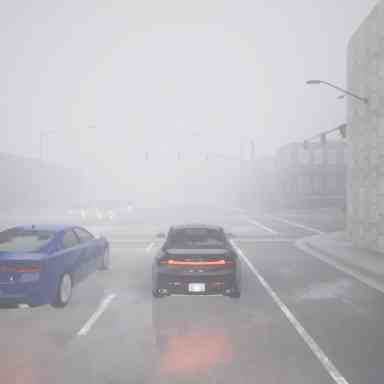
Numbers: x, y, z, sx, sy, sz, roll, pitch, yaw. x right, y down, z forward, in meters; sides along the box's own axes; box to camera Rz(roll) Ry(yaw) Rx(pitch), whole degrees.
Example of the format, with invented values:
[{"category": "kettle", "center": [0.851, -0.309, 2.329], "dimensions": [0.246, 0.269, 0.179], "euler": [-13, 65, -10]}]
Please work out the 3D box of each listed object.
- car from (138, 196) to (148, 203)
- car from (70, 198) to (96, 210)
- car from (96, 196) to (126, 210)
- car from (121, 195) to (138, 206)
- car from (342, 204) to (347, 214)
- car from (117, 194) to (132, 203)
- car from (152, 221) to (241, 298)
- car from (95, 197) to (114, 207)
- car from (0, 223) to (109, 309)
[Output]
[{"category": "car", "center": [-10.300, 1.524, 68.657], "dimensions": [1.812, 1.442, 4.674], "euler": [0, 0, 0]}, {"category": "car", "center": [-13.970, 1.525, 42.625], "dimensions": [1.812, 1.442, 4.674], "euler": [0, 0, 1]}, {"category": "car", "center": [-10.478, 1.600, 43.206], "dimensions": [1.895, 1.301, 4.718], "euler": [0, 0, 3]}, {"category": "car", "center": [-10.428, 1.600, 53.921], "dimensions": [1.895, 1.301, 4.718], "euler": [0, 0, 0]}, {"category": "car", "center": [15.023, 1.014, 27.568], "dimensions": [5.008, 1.535, 1.882], "euler": [-6, 0, 0]}, {"category": "car", "center": [-13.804, 1.354, 67.862], "dimensions": [2.097, 1.767, 4.553], "euler": [0, 0, 0]}, {"category": "car", "center": [0.104, 1.505, 8.525], "dimensions": [1.837, 1.490, 4.892], "euler": [0, 0, 0]}, {"category": "car", "center": [-13.930, 1.525, 53.085], "dimensions": [1.812, 1.442, 4.674], "euler": [0, 0, 0]}, {"category": "car", "center": [-3.401, 1.477, 7.979], "dimensions": [1.882, 1.535, 5.008], "euler": [0, 0, 0]}]
